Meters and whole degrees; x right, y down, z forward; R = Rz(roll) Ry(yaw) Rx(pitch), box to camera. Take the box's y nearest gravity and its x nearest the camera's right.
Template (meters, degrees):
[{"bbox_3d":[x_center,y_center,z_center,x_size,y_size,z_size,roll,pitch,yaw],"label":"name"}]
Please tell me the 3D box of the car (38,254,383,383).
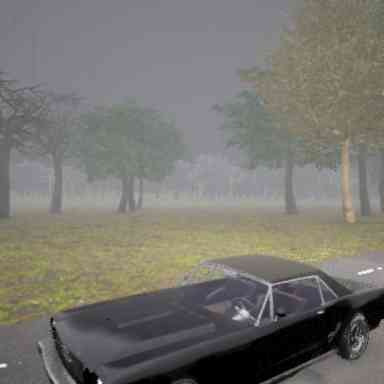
[{"bbox_3d":[0.608,1.619,4.426,4.718,1.301,1.895,0,0,-36],"label":"car"}]
